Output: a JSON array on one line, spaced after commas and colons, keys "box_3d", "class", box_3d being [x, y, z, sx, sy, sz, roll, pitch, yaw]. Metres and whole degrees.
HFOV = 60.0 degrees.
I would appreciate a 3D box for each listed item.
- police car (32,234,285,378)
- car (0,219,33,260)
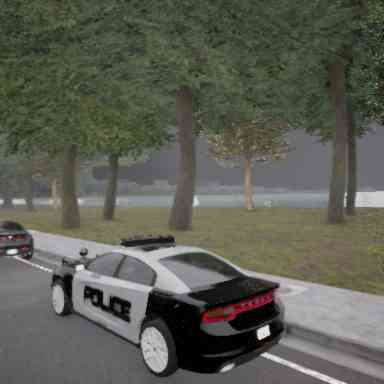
[{"box_3d": [-0.906, 1.609, 6.065, 1.930, 1.638, 5.238, 2, -2, -44], "class": "police car"}, {"box_3d": [-7.838, 1.840, 13.117, 1.837, 1.490, 4.892, 2, -2, -44], "class": "car"}]
